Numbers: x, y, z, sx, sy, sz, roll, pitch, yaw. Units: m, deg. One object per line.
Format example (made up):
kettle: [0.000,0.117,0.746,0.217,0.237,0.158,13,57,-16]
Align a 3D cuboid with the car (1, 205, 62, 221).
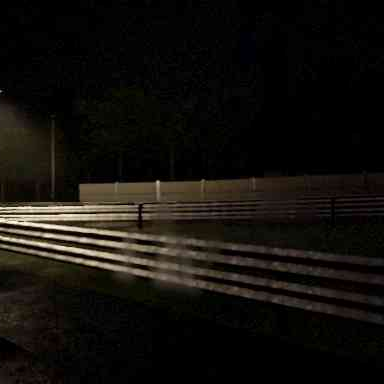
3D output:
car: [-13.539,1.734,27.928,4.718,1.301,1.895,-1,-1,14]
